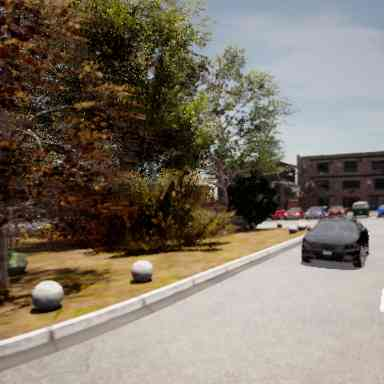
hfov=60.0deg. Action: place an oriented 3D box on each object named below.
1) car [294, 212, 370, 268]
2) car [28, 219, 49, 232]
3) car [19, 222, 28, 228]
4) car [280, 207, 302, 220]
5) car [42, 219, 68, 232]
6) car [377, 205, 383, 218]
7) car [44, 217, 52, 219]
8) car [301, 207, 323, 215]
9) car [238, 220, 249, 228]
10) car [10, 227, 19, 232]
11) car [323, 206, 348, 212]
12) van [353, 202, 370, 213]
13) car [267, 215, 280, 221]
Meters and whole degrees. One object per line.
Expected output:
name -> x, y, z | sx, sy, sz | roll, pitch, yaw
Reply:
car -> 5.572, 1.733, 12.631 | 1.882, 1.535, 5.008 | -1, -2, 32
car -> -22.923, 5.629, 53.516 | 1.946, 1.575, 5.366 | -4, -3, 30
car -> -25.221, 5.822, 55.076 | 2.097, 1.535, 5.008 | -5, -3, 30
car -> 14.571, 3.018, 47.042 | 2.185, 1.767, 4.553 | -5, -3, 30
car -> -20.424, 5.476, 52.306 | 2.163, 1.488, 4.792 | -5, -3, 30
car -> 24.225, 2.315, 41.381 | 2.097, 1.535, 5.008 | -5, -3, 30
car -> -28.830, 6.723, 72.531 | 1.946, 1.575, 5.366 | -4, -3, 30
car -> 16.986, 2.811, 45.634 | 2.185, 1.767, 4.553 | -5, -3, 30
car -> 5.869, 3.212, 36.932 | 2.231, 1.521, 4.892 | -5, -3, 30
car -> -27.614, 6.009, 56.473 | 2.231, 1.521, 4.892 | -4, -3, 30
car -> 19.369, 2.603, 44.171 | 2.185, 1.767, 4.553 | -5, -3, 30
van -> 21.853, 2.297, 42.895 | 1.878, 1.987, 4.442 | -5, -3, 30
car -> 12.147, 3.099, 48.453 | 2.435, 2.045, 5.566 | -5, -3, 30
